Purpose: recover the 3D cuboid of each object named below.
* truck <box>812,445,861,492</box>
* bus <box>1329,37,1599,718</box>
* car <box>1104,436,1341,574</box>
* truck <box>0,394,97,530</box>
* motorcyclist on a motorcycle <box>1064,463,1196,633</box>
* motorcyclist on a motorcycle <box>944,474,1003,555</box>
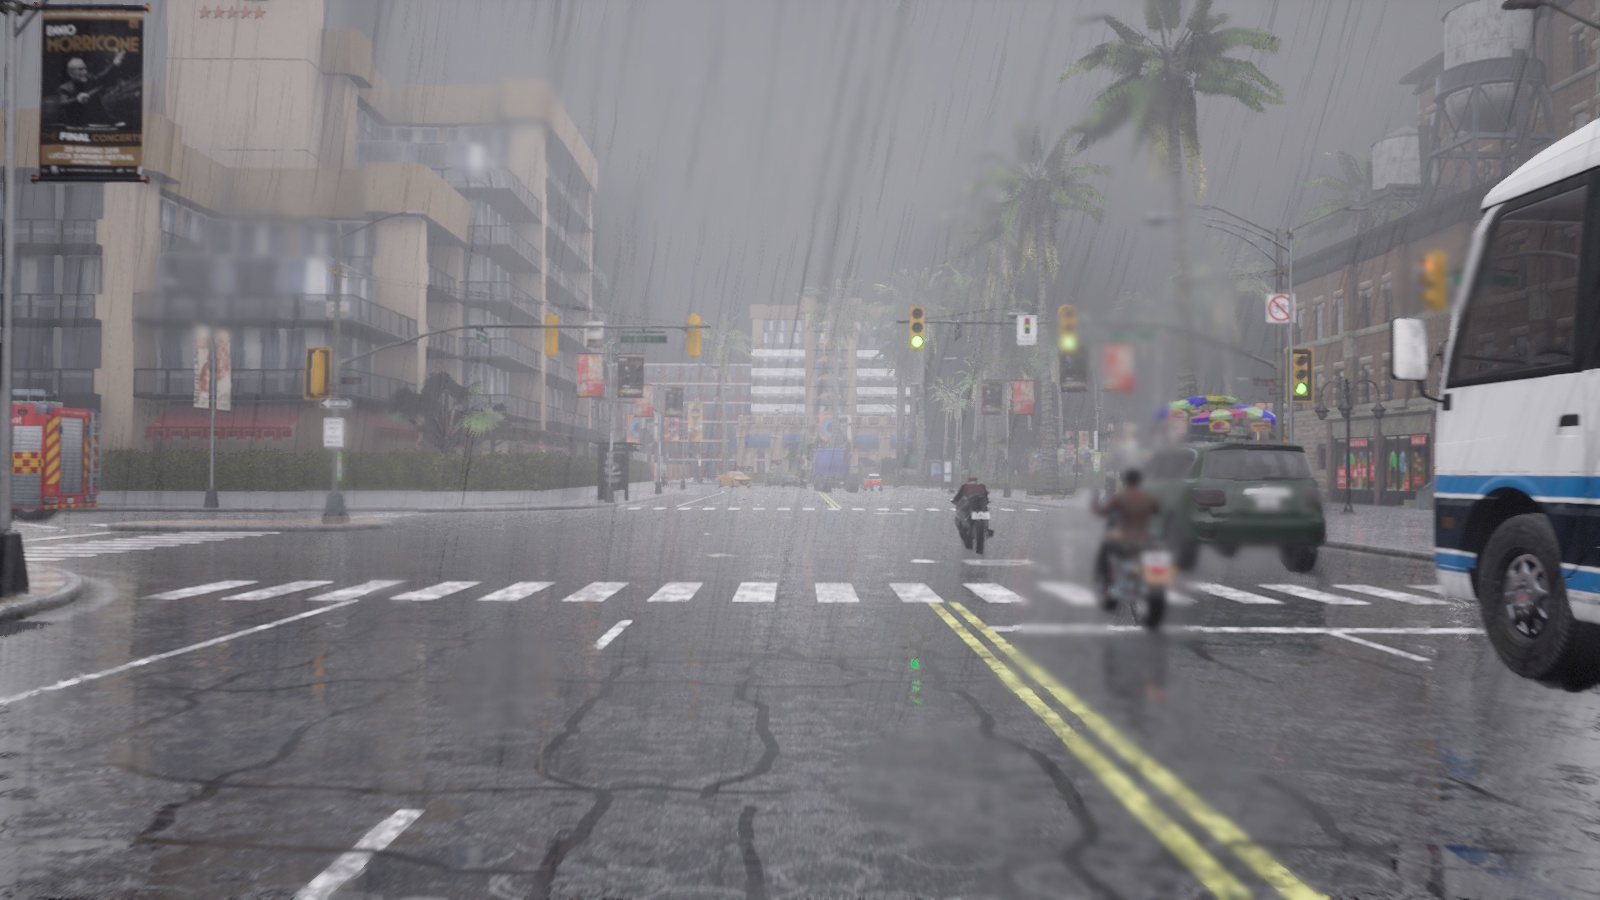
[{"bbox_3d":[2.730,1.445,96.963,2.891,3.462,7.936,0,-1,-5],"label":"truck"},{"bbox_3d":[6.978,-0.478,6.670,3.944,4.253,10.273,0,-1,0],"label":"bus"},{"bbox_3d":[6.944,0.865,21.441,2.150,2.045,5.566,0,-1,0],"label":"car"},{"bbox_3d":[-25.733,0.371,36.946,8.468,3.827,2.891,0,-1,-1],"label":"truck"},{"bbox_3d":[3.465,0.976,13.416,0.766,1.649,2.350,0,-1,0],"label":"motorcyclist on a motorcycle"},{"bbox_3d":[3.436,1.255,25.030,0.866,1.530,2.191,0,-1,0],"label":"motorcyclist on a motorcycle"}]
